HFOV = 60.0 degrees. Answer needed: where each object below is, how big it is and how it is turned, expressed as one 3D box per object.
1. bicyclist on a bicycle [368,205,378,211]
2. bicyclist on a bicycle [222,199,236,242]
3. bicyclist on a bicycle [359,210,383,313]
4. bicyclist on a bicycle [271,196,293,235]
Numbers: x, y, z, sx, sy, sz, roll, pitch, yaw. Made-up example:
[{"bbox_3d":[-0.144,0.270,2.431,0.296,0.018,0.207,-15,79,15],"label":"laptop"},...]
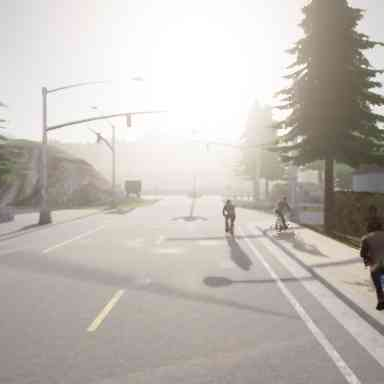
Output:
[{"bbox_3d":[4.260,1.128,7.840,0.582,1.620,1.656,1,2,32],"label":"bicyclist on a bicycle"},{"bbox_3d":[1.508,1.131,13.519,0.582,1.620,1.656,0,2,-7],"label":"bicyclist on a bicycle"},{"bbox_3d":[2.902,1.255,5.055,0.582,1.620,1.656,-8,3,18],"label":"bicyclist on a bicycle"},{"bbox_3d":[3.864,0.997,14.210,1.656,1.620,0.582,-3,5,-42],"label":"bicyclist on a bicycle"}]
